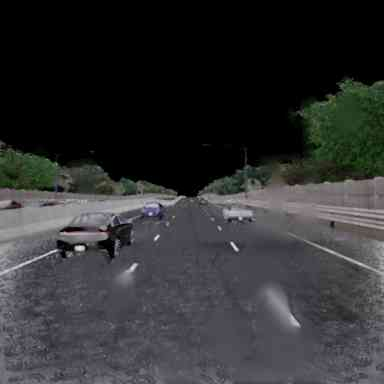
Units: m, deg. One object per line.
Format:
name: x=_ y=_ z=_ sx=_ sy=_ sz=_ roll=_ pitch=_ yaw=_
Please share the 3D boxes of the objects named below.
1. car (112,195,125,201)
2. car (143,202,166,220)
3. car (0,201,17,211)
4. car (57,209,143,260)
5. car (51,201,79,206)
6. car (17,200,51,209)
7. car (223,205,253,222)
car: x=-17.479 y=1.786 z=79.177 sx=2.150 sy=2.045 sz=5.566 roll=0 pitch=-2 yaw=0
car: x=-3.392 y=1.642 z=29.584 sx=1.812 sy=1.442 sz=4.674 roll=0 pitch=0 yaw=0
car: x=-21.078 y=1.710 z=37.990 sx=1.812 sy=1.442 sz=4.674 roll=0 pitch=-1 yaw=0
car: x=-3.395 y=1.502 z=12.494 sx=2.128 sy=1.511 sz=4.902 roll=0 pitch=0 yaw=0
car: x=-14.076 y=1.752 z=38.396 sx=1.994 sy=1.385 sz=4.181 roll=0 pitch=0 yaw=0
car: x=-17.577 y=1.681 z=38.373 sx=2.128 sy=1.511 sz=4.902 roll=0 pitch=-1 yaw=0
car: x=3.609 y=1.695 z=26.928 sx=1.895 sy=1.301 sz=4.718 roll=0 pitch=0 yaw=0
